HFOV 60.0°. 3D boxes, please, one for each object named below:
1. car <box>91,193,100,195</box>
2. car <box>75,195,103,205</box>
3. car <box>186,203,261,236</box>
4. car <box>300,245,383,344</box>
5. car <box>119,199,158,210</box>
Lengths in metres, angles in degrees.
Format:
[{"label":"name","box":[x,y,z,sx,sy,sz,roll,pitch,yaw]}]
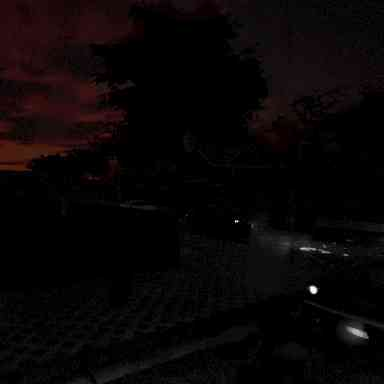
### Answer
[{"label":"car","box":[-25.860,0.950,89.982,2.097,1.767,4.553,-1,0,5]},{"label":"car","box":[-11.748,1.320,37.187,1.895,1.301,4.718,-1,1,-34]},{"label":"car","box":[1.550,1.367,17.966,2.128,1.511,4.902,-1,1,-35]},{"label":"car","box":[4.043,1.601,5.814,4.718,1.301,1.895,0,0,-35]},{"label":"car","box":[-4.307,1.330,26.411,1.812,1.442,4.674,-1,1,-34]}]
